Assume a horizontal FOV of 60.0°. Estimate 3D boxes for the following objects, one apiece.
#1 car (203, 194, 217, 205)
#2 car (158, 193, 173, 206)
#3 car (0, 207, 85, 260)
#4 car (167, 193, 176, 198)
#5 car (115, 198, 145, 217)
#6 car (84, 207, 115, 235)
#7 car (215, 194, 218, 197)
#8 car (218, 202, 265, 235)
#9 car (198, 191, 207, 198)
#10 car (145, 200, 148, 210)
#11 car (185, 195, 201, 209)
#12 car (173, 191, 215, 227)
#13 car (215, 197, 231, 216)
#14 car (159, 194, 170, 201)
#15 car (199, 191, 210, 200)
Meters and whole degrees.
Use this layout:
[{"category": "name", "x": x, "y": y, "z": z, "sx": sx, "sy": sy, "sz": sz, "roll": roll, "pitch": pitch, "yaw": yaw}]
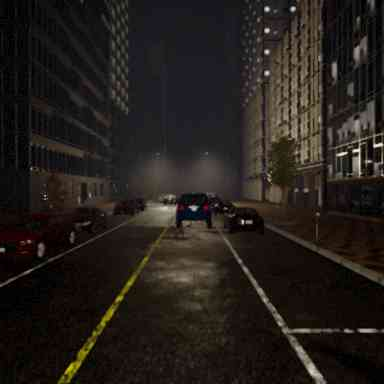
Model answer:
[{"category": "car", "x": 2.742, "y": 1.070, "z": 51.984, "sx": 1.967, "sy": 1.590, "sz": 4.097, "roll": 0, "pitch": 0, "yaw": 0}, {"category": "car", "x": -3.042, "y": 1.164, "z": 46.314, "sx": 2.128, "sy": 1.511, "sz": 4.902, "roll": 0, "pitch": 1, "yaw": 0}, {"category": "car", "x": -5.677, "y": 1.463, "z": 12.154, "sx": 1.887, "sy": 1.381, "sz": 4.507, "roll": 0, "pitch": 0, "yaw": 0}, {"category": "car", "x": -5.601, "y": 0.858, "z": 91.849, "sx": 2.008, "sy": 1.369, "sz": 4.403, "roll": 0, "pitch": 0, "yaw": 0}, {"category": "car", "x": -5.661, "y": 1.344, "z": 29.232, "sx": 1.887, "sy": 1.381, "sz": 4.507, "roll": 0, "pitch": 0, "yaw": 0}, {"category": "car", "x": -5.672, "y": 1.461, "z": 17.848, "sx": 1.802, "sy": 1.307, "sz": 4.206, "roll": 0, "pitch": 0, "yaw": 0}, {"category": "car", "x": 2.731, "y": 1.282, "z": 40.600, "sx": 1.947, "sy": 1.339, "sz": 4.313, "roll": 0, "pitch": 0, "yaw": 0}, {"category": "car", "x": 2.709, "y": 1.445, "z": 17.833, "sx": 1.947, "sy": 1.339, "sz": 4.313, "roll": 0, "pitch": 0, "yaw": 0}, {"category": "car", "x": 2.775, "y": 0.670, "z": 86.136, "sx": 2.192, "sy": 1.841, "sz": 5.009, "roll": 0, "pitch": 0, "yaw": 0}, {"category": "car", "x": -5.656, "y": 1.324, "z": 34.925, "sx": 1.947, "sy": 1.339, "sz": 4.313, "roll": 0, "pitch": 0, "yaw": 0}, {"category": "car", "x": 0.138, "y": 1.217, "z": 41.112, "sx": 1.837, "sy": 1.490, "sz": 4.892, "roll": 0, "pitch": 0, "yaw": 0}, {"category": "car", "x": 0.121, "y": 1.071, "z": 21.858, "sx": 2.150, "sy": 2.045, "sz": 5.566, "roll": 0, "pitch": 0, "yaw": 0}, {"category": "car", "x": 2.720, "y": 1.365, "z": 29.216, "sx": 1.947, "sy": 1.339, "sz": 4.313, "roll": 0, "pitch": 0, "yaw": 0}, {"category": "car", "x": -5.623, "y": 1.046, "z": 69.081, "sx": 2.008, "sy": 1.369, "sz": 4.403, "roll": 0, "pitch": 0, "yaw": 0}, {"category": "car", "x": 2.764, "y": 0.764, "z": 74.751, "sx": 2.192, "sy": 1.841, "sz": 5.009, "roll": 0, "pitch": 0, "yaw": 0}]
